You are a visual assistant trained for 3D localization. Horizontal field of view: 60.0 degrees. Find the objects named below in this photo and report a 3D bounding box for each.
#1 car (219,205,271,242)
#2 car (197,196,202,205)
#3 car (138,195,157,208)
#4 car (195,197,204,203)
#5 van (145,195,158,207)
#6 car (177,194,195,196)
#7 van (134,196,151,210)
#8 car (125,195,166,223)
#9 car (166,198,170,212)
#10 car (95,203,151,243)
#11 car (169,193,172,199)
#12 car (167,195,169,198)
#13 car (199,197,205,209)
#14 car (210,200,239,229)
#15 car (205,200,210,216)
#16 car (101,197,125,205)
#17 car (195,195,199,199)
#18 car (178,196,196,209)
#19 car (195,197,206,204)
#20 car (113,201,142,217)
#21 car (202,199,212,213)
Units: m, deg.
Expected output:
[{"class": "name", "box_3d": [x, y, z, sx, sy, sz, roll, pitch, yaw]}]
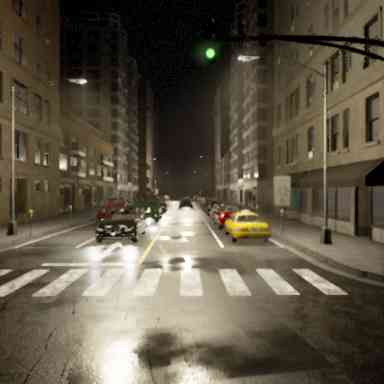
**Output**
[{"class": "car", "box_3d": [2.578, 1.555, 16.335, 1.752, 1.417, 4.829, 0, 0, -1]}, {"class": "car", "box_3d": [2.078, 1.618, 43.790, 2.008, 1.369, 4.403, 0, 0, -1]}, {"class": "car", "box_3d": [-6.547, 1.388, 49.161, 2.192, 1.841, 5.009, 0, 0, -1]}, {"class": "car", "box_3d": [1.575, 1.672, 71.415, 1.802, 1.307, 4.206, 0, 0, -1]}, {"class": "van", "box_3d": [-6.645, 1.419, 54.684, 1.690, 1.788, 3.998, 0, 0, -1]}, {"class": "car", "box_3d": [-0.995, 1.571, 55.676, 2.128, 1.511, 4.902, 0, 0, -1]}, {"class": "van", "box_3d": [-6.446, 1.408, 43.635, 1.690, 1.788, 3.998, 0, 0, -1]}, {"class": "car", "box_3d": [-3.551, 1.267, 26.570, 2.150, 2.045, 5.566, 0, 0, -1]}, {"class": "car", "box_3d": [-3.732, 1.660, 36.865, 1.895, 1.301, 4.718, 0, 0, -1]}, {"class": "car", "box_3d": [-3.372, 1.535, 16.483, 1.837, 1.490, 4.892, 0, 0, -1]}, {"class": "car", "box_3d": [-7.348, 1.634, 93.190, 1.752, 1.417, 4.829, 0, 0, -1]}, {"class": "car", "box_3d": [-7.050, 1.534, 76.785, 1.967, 1.590, 4.097, 0, 0, -1]}, {"class": "car", "box_3d": [2.178, 1.606, 38.265, 1.887, 1.381, 4.507, 0, 0, -1]}, {"class": "car", "box_3d": [2.480, 1.479, 21.690, 1.967, 1.590, 4.097, 0, 0, -1]}, {"class": "car", "box_3d": [2.379, 1.598, 27.215, 2.008, 1.369, 4.403, 0, 0, -1]}, {"class": "car", "box_3d": [-6.145, 1.361, 27.061, 2.192, 1.841, 5.009, 0, 0, -1]}, {"class": "car", "box_3d": [1.776, 1.633, 60.365, 2.008, 1.369, 4.403, 0, 0, -1]}, {"class": "car", "box_3d": [-0.814, 1.595, 45.642, 1.812, 1.442, 4.674, 0, 0, -1]}, {"class": "car", "box_3d": [1.676, 1.637, 65.890, 2.008, 1.369, 4.403, 0, 0, -1]}, {"class": "car", "box_3d": [-6.245, 1.605, 32.586, 2.008, 1.369, 4.403, 0, 0, -1]}, {"class": "car", "box_3d": [2.279, 1.620, 32.740, 1.947, 1.339, 4.313, 0, 0, -1]}]
